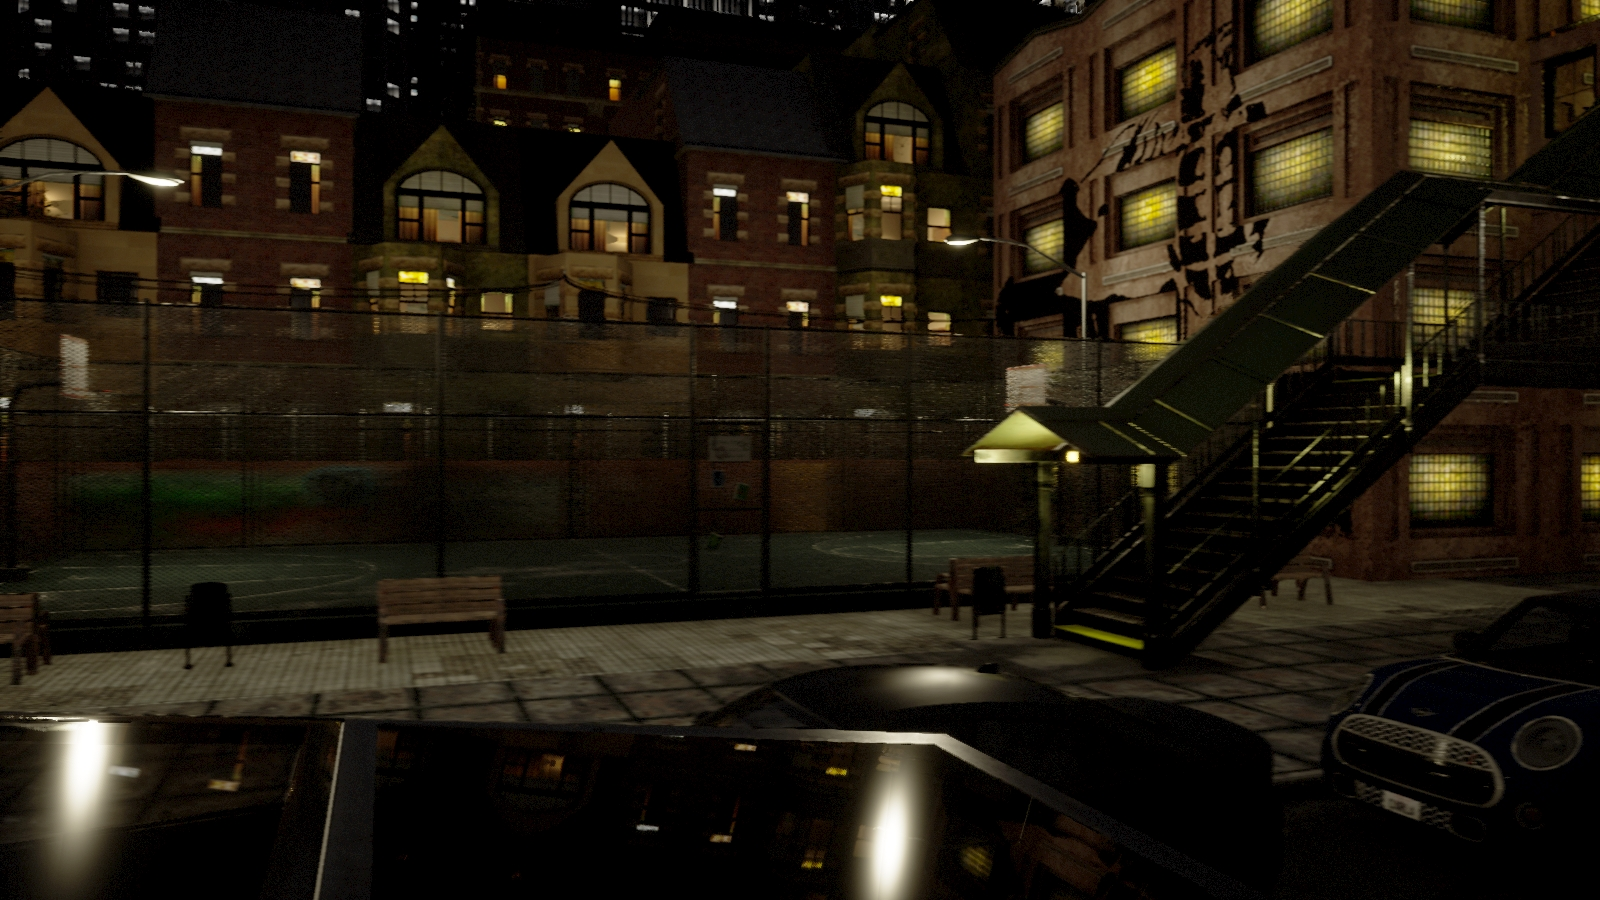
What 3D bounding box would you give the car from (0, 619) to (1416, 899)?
[{"bbox_3d":[-2.003,1.754,2.564,6.274,2.098,2.390,0,0,-20],"label":"car"}]
